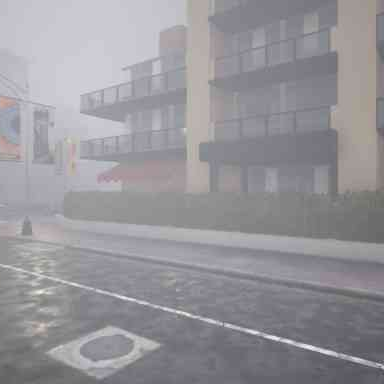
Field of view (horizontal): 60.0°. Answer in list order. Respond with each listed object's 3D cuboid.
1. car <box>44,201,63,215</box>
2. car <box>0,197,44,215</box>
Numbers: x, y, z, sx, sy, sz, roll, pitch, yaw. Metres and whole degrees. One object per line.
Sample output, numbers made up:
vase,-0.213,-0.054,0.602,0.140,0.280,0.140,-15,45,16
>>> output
car,-12.263,1.564,33.723,1.994,1.385,4.181,0,0,35
car,-16.658,1.492,33.581,2.128,1.511,4.902,0,0,35
